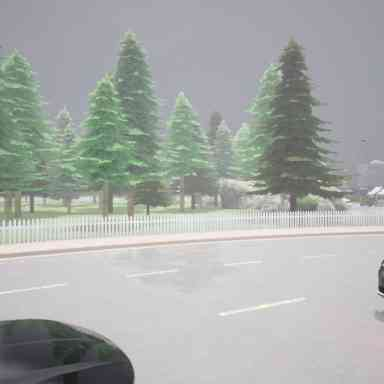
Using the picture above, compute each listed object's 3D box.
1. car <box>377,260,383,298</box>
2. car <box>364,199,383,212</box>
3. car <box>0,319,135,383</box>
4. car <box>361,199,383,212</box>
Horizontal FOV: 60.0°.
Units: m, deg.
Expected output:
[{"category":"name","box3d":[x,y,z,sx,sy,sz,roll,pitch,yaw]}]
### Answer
[{"category":"car","box3d":[5.680,1.492,6.134,4.902,1.511,2.128,0,0,-23]},{"category":"car","box3d":[19.910,1.619,36.072,1.994,1.385,4.181,0,0,-3]},{"category":"car","box3d":[-2.678,1.478,1.653,5.008,1.535,1.882,0,0,-36]},{"category":"car","box3d":[23.111,1.581,41.123,1.812,1.442,4.674,0,0,-3]}]
